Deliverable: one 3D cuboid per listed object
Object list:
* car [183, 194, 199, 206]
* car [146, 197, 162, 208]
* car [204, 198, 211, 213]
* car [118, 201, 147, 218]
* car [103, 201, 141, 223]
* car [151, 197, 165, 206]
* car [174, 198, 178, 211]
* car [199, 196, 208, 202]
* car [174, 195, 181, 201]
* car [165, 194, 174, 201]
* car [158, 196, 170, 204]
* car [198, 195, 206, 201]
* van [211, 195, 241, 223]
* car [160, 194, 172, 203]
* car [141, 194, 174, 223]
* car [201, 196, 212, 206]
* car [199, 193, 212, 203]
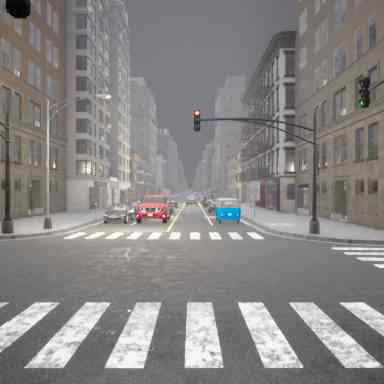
[{"bbox_3d":[-0.023,1.537,54.681,2.033,1.411,5.357,0,0,0],"label":"car"},{"bbox_3d":[-5.407,1.520,47.515,1.752,1.417,4.829,0,0,0],"label":"car"},{"bbox_3d":[2.622,1.580,36.331,1.802,1.307,4.206,0,0,0],"label":"car"},{"bbox_3d":[-5.401,1.543,30.638,1.887,1.381,4.507,0,0,0],"label":"car"},{"bbox_3d":[-5.399,1.549,24.957,2.008,1.369,4.403,0,0,0],"label":"car"},{"bbox_3d":[-5.409,1.556,53.367,1.947,1.339,4.313,0,0,0],"label":"car"},{"bbox_3d":[-2.866,1.599,35.454,1.895,1.301,4.718,0,0,0],"label":"car"},{"bbox_3d":[2.607,1.524,76.100,2.008,1.369,4.403,0,0,0],"label":"car"},{"bbox_3d":[-2.854,1.501,45.599,1.837,1.490,4.892,0,0,0],"label":"car"},{"bbox_3d":[-5.421,1.409,81.775,1.967,1.590,4.097,0,0,0],"label":"car"},{"bbox_3d":[-5.414,1.548,64.730,1.947,1.339,4.313,0,0,0],"label":"car"},{"bbox_3d":[2.602,1.531,87.463,1.947,1.339,4.313,0,0,0],"label":"car"},{"bbox_3d":[2.626,1.340,24.969,1.690,1.788,3.998,0,0,0],"label":"van"},{"bbox_3d":[-5.416,1.293,70.411,2.192,1.841,5.009,0,0,0],"label":"car"},{"bbox_3d":[-2.858,1.220,25.637,2.150,2.045,5.566,0,0,0],"label":"car"},{"bbox_3d":[2.618,1.576,47.694,1.802,1.307,4.206,0,0,0],"label":"car"},{"bbox_3d":[2.616,1.305,53.375,2.192,1.841,5.009,0,0,0],"label":"car"}]
